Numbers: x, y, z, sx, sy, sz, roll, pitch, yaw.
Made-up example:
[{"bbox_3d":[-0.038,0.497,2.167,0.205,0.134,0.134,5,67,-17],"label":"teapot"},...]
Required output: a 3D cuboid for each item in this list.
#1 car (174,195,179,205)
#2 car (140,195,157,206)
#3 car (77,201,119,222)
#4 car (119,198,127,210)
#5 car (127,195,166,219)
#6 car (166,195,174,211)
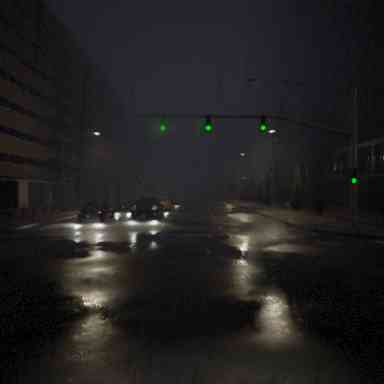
[{"bbox_3d":[-3.130,1.209,51.574,1.882,1.535,5.008,0,0,2],"label":"car"},{"bbox_3d":[-6.643,1.263,51.171,1.812,1.442,4.674,0,0,2],"label":"car"},{"bbox_3d":[-7.139,1.387,25.211,1.812,1.442,4.674,0,0,0],"label":"car"},{"bbox_3d":[-6.994,1.374,35.950,1.994,1.385,4.181,0,0,1],"label":"car"},{"bbox_3d":[-3.621,1.199,27.409,2.097,1.767,4.553,0,0,1],"label":"car"},{"bbox_3d":[-3.462,1.277,37.406,1.882,1.535,5.008,0,1,1],"label":"car"}]
